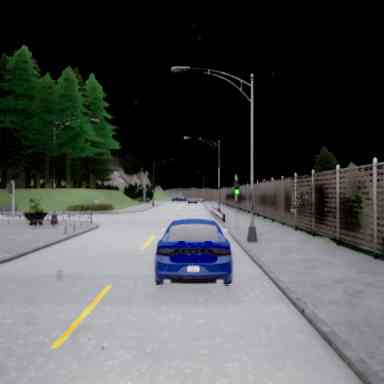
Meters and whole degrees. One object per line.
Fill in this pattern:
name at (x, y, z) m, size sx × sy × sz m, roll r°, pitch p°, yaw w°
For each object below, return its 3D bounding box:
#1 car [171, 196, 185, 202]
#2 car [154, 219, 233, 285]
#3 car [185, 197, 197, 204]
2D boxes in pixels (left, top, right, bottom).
car at (-3.408, 1.853, 87.479) m, size 4.674 × 1.442 × 1.812 m, roll 0°, pitch 0°, yaw 40°
car at (0.057, 1.514, 9.679) m, size 1.882 × 1.535 × 5.008 m, roll 0°, pitch 0°, yaw 1°
car at (0.091, 1.823, 71.702) m, size 1.994 × 1.385 × 4.181 m, roll 0°, pitch 0°, yaw 0°
